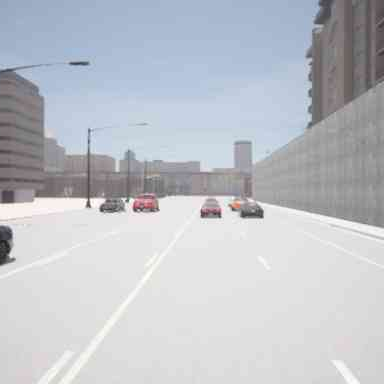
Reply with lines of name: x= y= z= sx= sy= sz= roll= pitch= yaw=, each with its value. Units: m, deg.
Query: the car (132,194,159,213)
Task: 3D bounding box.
car: x=-4.988 y=1.192 z=36.730 sx=2.150 sy=2.045 sz=5.566 roll=0 pitch=0 yaw=4

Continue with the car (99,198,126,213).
car: x=-8.545 y=1.457 z=35.956 sx=1.837 sy=1.490 sz=4.892 roll=0 pitch=0 yaw=4

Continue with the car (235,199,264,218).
car: x=5.322 y=1.587 z=30.269 sx=1.994 sy=1.385 sz=4.181 roll=0 pitch=0 yaw=3

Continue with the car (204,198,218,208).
car: x=2.911 y=1.571 z=50.535 sx=1.994 sy=1.385 sz=4.181 roll=0 pitch=0 yaw=3

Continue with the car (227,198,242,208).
car: x=6.403 y=1.626 z=50.321 sx=1.895 sy=1.301 sz=4.718 roll=0 pitch=0 yaw=3

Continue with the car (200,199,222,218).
car: x=1.757 y=1.605 z=30.480 sx=1.895 sy=1.301 sz=4.718 roll=0 pitch=0 yaw=4

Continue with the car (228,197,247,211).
car: x=5.805 y=1.376 z=40.206 sx=2.097 sy=1.767 sz=4.553 roll=0 pitch=0 yaw=3

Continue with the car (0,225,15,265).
car: x=-6.683 y=1.456 z=8.655 sx=2.128 sy=1.511 sz=4.902 roll=0 pitch=0 yaw=3
